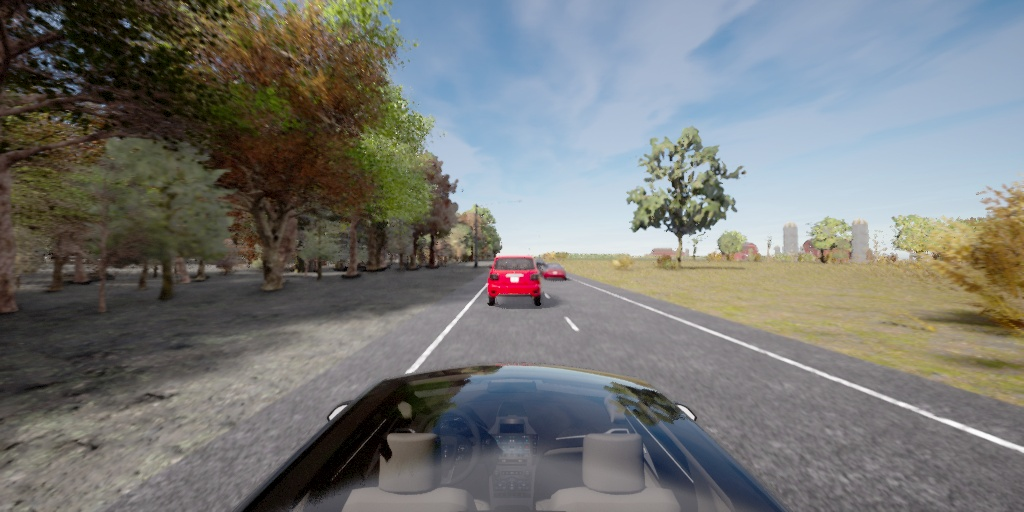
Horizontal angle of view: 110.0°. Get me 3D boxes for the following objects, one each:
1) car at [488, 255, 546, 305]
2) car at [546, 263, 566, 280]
[{"bbox_3d":[0.099,0.976,16.205,2.150,2.045,5.566,0,0,0],"label":"car"},{"bbox_3d":[3.544,1.317,31.205,1.994,1.385,4.181,0,0,1],"label":"car"}]
